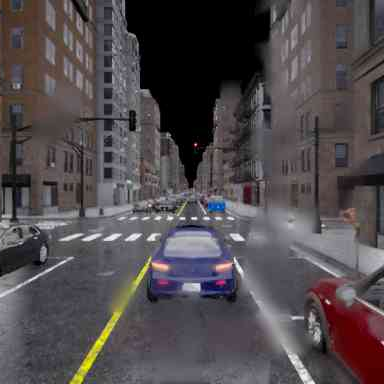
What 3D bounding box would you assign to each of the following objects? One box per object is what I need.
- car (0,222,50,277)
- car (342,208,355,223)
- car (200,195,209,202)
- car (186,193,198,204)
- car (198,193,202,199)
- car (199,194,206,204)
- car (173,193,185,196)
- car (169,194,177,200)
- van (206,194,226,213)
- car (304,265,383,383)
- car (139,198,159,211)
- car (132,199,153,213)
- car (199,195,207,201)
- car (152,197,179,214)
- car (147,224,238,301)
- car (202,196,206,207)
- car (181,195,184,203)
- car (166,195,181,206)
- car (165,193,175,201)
[{"bbox_3d":[-5.377,1.550,8.967,2.008,1.369,4.403,0,0,0],"label":"car"},{"bbox_3d":[13.297,1.437,23.899,4.553,1.767,2.097,0,0,1],"label":"car"},{"bbox_3d":[2.740,1.411,75.815,1.967,1.590,4.097,0,0,0],"label":"car"},{"bbox_3d":[0.140,1.527,65.797,2.033,1.411,5.357,0,0,0],"label":"car"},{"bbox_3d":[2.725,1.296,64.453,2.192,1.841,5.009,0,0,0],"label":"car"},{"bbox_3d":[2.717,1.568,58.771,1.802,1.307,4.206,0,0,0],"label":"car"},{"bbox_3d":[-2.666,1.484,68.438,1.837,1.490,4.892,0,0,0],"label":"car"},{"bbox_3d":[-5.261,1.396,92.866,1.967,1.590,4.097,0,0,0],"label":"car"},{"bbox_3d":[2.685,1.335,36.046,1.690,1.788,3.998,0,0,0],"label":"van"},{"bbox_3d":[2.641,1.440,3.446,1.967,1.590,4.097,0,0,0],"label":"car"},{"bbox_3d":[-5.332,1.537,41.730,1.887,1.381,4.507,0,0,0],"label":"car"},{"bbox_3d":[-5.340,1.544,36.048,2.008,1.369,4.403,0,0,0],"label":"car"},{"bbox_3d":[2.756,1.512,87.177,2.008,1.369,4.403,0,0,0],"label":"car"},{"bbox_3d":[-2.801,1.558,35.940,1.994,1.385,4.181,0,0,0],"label":"car"},{"bbox_3d":[0.015,1.525,8.196,1.812,1.442,4.674,0,0,0],"label":"car"},{"bbox_3d":[2.701,1.573,47.408,1.802,1.307,4.206,0,0,0],"label":"car"},{"bbox_3d":[-2.759,1.552,54.722,1.994,1.385,4.181,0,0,1],"label":"car"},{"bbox_3d":[-2.789,1.497,44.794,1.837,1.490,4.892,0,0,0],"label":"car"},{"bbox_3d":[-5.277,1.281,81.503,2.192,1.841,5.009,0,0,0],"label":"car"}]
